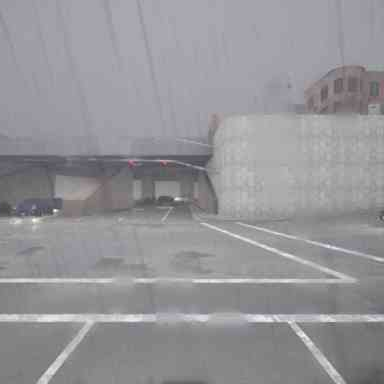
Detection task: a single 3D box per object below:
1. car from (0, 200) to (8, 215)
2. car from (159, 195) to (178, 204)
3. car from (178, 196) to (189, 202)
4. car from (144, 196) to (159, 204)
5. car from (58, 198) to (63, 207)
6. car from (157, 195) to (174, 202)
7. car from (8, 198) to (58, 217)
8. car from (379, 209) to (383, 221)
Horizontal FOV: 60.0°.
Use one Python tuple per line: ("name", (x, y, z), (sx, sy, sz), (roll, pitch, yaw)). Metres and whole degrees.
("car", (-18.253, 1.491, 30.308), (2.128, 1.511, 4.902), (0, 0, -2))
("car", (-4.591, 1.491, 65.168), (2.128, 1.511, 4.902), (0, 0, 4))
("car", (-2.287, 1.524, 75.182), (1.812, 1.442, 4.674), (0, 0, 28))
("car", (-8.112, 1.547, 65.004), (2.033, 1.411, 5.357), (0, 0, 4))
("car", (-18.669, 1.526, 45.153), (1.812, 1.442, 4.674), (0, 0, -1))
("car", (-5.967, 1.500, 75.436), (1.837, 1.490, 4.892), (0, 0, 24))
("car", (-14.779, 1.352, 31.201), (2.097, 1.767, 4.553), (0, 0, -2))
("car", (12.783, 0.873, 18.231), (4.674, 1.442, 1.812), (-7, 0, -1))
